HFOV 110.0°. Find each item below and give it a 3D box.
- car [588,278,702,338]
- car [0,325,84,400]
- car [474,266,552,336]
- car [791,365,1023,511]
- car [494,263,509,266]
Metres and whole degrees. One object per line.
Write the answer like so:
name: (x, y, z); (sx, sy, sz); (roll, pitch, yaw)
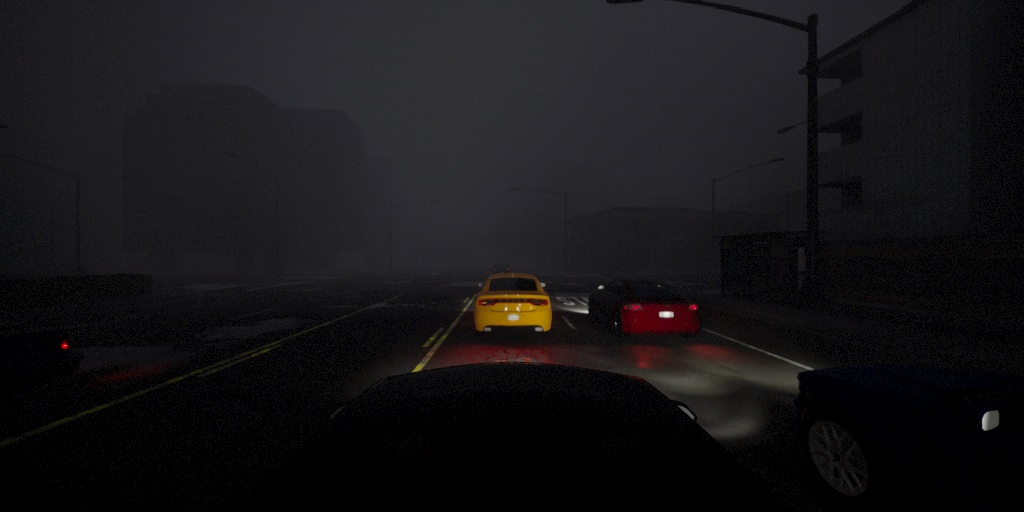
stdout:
car: (3.507, 1.312, 10.218); (1.994, 1.385, 4.181); (0, 0, -1)
car: (-7.103, 1.297, 2.691); (2.033, 1.411, 5.357); (0, 0, 0)
car: (0.002, 1.226, 10.486); (1.882, 1.535, 5.008); (0, 0, -1)
car: (3.565, 1.228, 1.327); (1.882, 1.535, 5.008); (0, 0, 0)
car: (-1.146, 1.395, 38.474); (1.895, 1.301, 4.718); (0, 0, -3)
